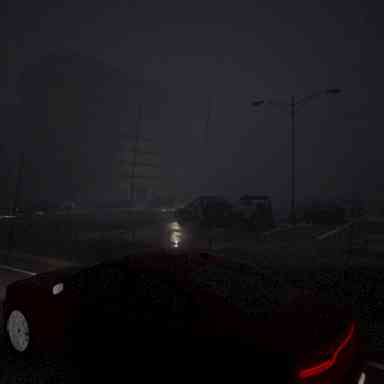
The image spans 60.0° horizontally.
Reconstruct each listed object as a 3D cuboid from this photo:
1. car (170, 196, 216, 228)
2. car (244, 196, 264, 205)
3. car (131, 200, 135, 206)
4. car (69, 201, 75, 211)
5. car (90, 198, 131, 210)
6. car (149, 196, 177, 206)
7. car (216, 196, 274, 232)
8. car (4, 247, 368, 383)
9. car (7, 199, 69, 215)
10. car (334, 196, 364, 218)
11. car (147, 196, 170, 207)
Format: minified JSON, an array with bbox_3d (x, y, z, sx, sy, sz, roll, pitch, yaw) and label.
[{"bbox_3d":[0.941,1.156,20.729,1.932,1.855,4.605,0,0,34],"label":"car"},{"bbox_3d":[11.491,1.533,61.505,1.812,1.442,4.674,0,0,34],"label":"car"},{"bbox_3d":[-10.521,1.557,47.887,2.033,1.411,5.357,0,0,33],"label":"car"},{"bbox_3d":[-16.181,1.535,39.430,1.812,1.442,4.674,0,0,34],"label":"car"},{"bbox_3d":[-10.388,1.609,41.805,1.895,1.301,4.718,0,0,34],"label":"car"},{"bbox_3d":[-4.815,1.501,56.325,2.128,1.511,4.902,0,0,34],"label":"car"},{"bbox_3d":[3.309,1.158,19.064,1.905,1.878,3.866,0,0,34],"label":"car"},{"bbox_3d":[-0.530,1.478,4.367,5.008,1.535,1.882,0,0,35],"label":"car"},{"bbox_3d":[-15.729,1.556,33.843,2.033,1.411,5.357,0,0,34],"label":"car"},{"bbox_3d":[15.330,1.397,32.021,1.970,1.475,3.806,0,0,34],"label":"car"},{"bbox_3d":[-4.715,1.500,50.236,2.128,1.511,4.902,0,0,34],"label":"car"}]
